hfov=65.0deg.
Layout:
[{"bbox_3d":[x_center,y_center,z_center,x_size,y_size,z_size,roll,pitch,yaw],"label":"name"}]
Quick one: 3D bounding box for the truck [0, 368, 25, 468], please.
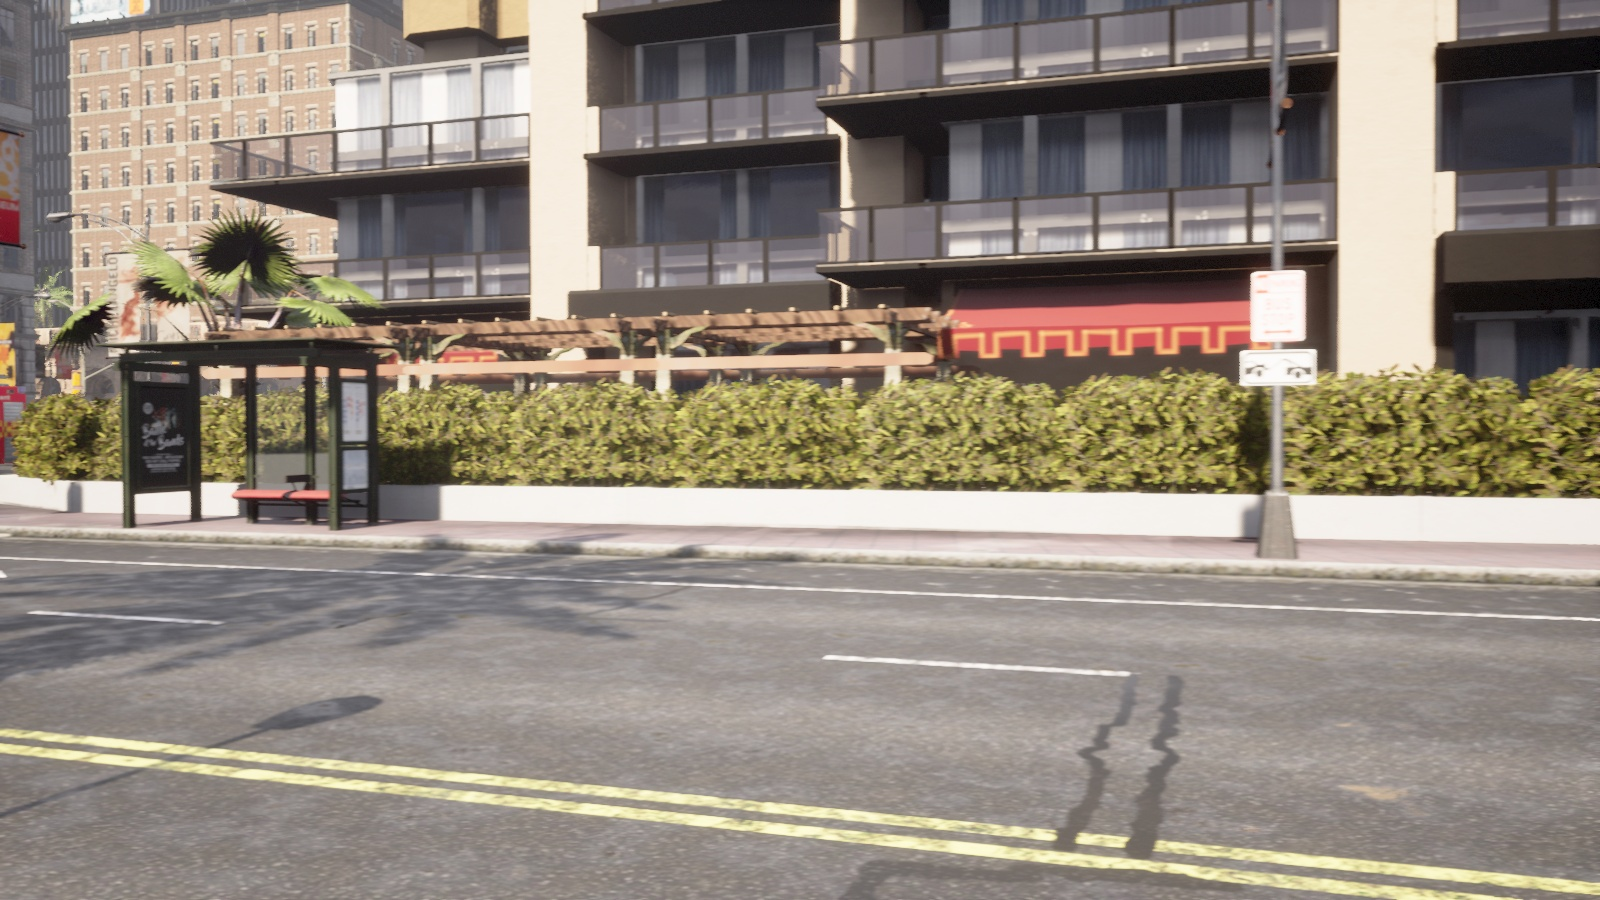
[{"bbox_3d":[-32.780,-1.185,45.156,2.891,3.827,8.468,1,1,18],"label":"truck"}]
